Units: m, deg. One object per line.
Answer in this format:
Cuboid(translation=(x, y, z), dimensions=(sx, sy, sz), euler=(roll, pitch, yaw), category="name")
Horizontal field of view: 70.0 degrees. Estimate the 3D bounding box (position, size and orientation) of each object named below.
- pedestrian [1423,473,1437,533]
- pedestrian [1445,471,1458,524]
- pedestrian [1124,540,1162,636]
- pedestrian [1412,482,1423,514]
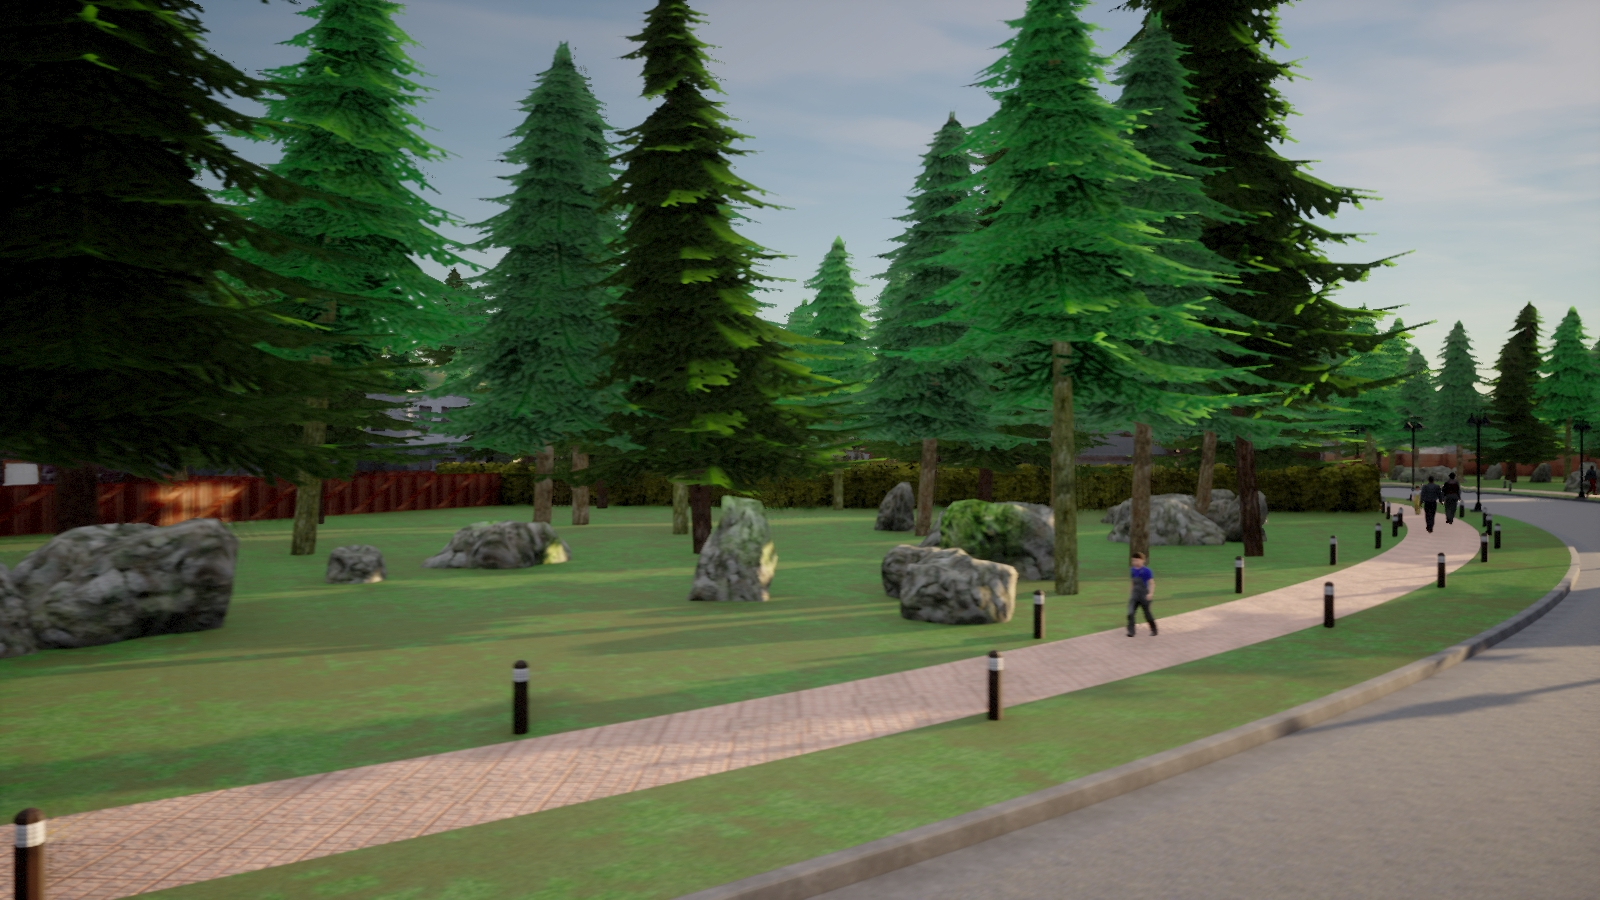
Cuboid(translation=(19.950, 1.665, 36.175), dimensions=(0.375, 1.860, 0.375), euler=(0, 0, 27), category="pedestrian")
Cuboid(translation=(22.994, 1.665, 40.335), dimensions=(0.375, 1.860, 0.375), euler=(0, 0, 32), category="pedestrian")
Cuboid(translation=(4.866, 1.945, 16.215), dimensions=(0.375, 1.300, 0.375), euler=(0, 0, -43), category="pedestrian")
Cuboid(translation=(25.052, 1.946, 46.335), dimensions=(0.375, 1.300, 0.375), euler=(0, 0, 27), category="pedestrian")
